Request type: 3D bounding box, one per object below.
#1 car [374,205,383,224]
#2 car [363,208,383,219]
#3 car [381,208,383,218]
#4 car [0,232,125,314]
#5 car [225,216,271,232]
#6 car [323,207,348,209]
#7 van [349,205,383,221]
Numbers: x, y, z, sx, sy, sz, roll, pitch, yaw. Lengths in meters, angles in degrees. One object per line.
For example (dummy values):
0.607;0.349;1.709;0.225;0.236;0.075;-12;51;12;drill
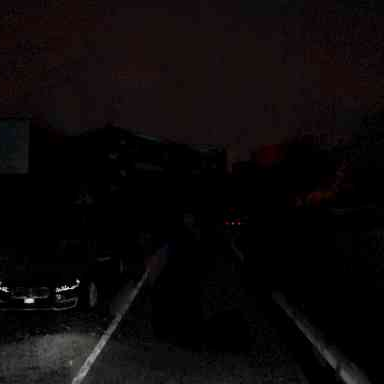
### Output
21.098;2.197;32.464;2.435;2.045;5.566;-3;-4;-12;car
26.555;2.964;46.150;2.231;1.521;4.892;-3;-4;-12;car
29.284;2.844;46.724;2.002;1.452;4.674;-3;-4;-12;car
-3.037;1.882;8.709;1.837;1.490;4.892;-1;-2;1;car
5.057;2.813;29.758;2.033;1.411;5.357;-4;-6;40;car
16.613;2.643;36.141;5.566;2.045;2.150;-2;-4;-14;car
23.836;2.882;45.464;1.878;1.987;4.442;-3;-4;-12;van
